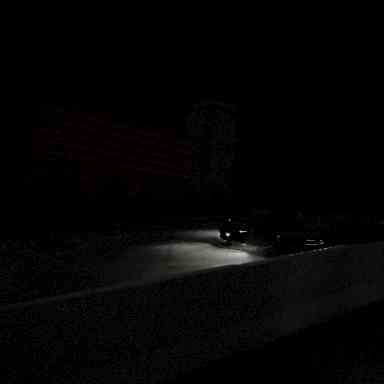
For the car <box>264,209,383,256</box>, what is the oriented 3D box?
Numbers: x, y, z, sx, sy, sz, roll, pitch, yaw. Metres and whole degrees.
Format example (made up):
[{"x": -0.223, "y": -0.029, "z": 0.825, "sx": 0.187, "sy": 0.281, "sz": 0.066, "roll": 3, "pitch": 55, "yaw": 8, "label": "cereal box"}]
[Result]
[{"x": 5.108, "y": 1.465, "z": 11.924, "sx": 5.008, "sy": 1.535, "sz": 1.882, "roll": 0, "pitch": 0, "yaw": -35, "label": "car"}]

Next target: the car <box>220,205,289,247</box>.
[{"x": 3.447, "y": 1.490, "z": 15.037, "sx": 4.892, "sy": 1.490, "sz": 1.837, "roll": 0, "pitch": 0, "yaw": -35, "label": "car"}]

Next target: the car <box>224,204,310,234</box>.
[{"x": 4.639, "y": 1.529, "z": 20.175, "sx": 5.357, "sy": 1.411, "sz": 2.033, "roll": 0, "pitch": 0, "yaw": -35, "label": "car"}]
